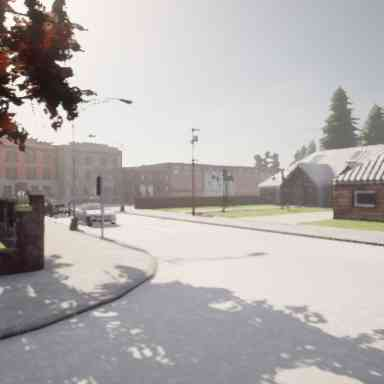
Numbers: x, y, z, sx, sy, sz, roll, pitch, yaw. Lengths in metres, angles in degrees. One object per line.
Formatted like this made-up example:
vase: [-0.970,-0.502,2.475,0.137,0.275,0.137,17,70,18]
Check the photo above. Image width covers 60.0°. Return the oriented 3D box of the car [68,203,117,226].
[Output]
car: [-6.811,1.486,23.072,1.812,1.442,4.674,0,0,-36]

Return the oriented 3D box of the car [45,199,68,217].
car: [-12.701,1.452,31.387,2.128,1.511,4.902,0,0,-35]
